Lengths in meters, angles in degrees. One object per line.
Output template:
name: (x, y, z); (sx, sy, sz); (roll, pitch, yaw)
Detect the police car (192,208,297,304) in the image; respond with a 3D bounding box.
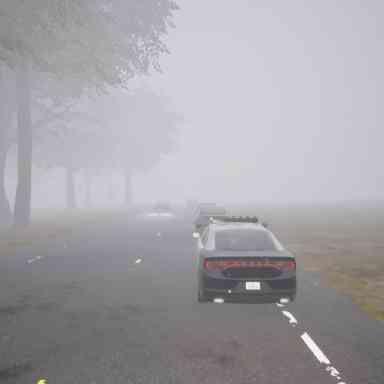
police car: (1.058, 1.423, 8.350); (1.930, 1.638, 5.238); (0, 0, 0)

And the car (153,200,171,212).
car: (-3.471, 1.617, 38.963); (1.895, 1.301, 4.718); (0, 0, 0)

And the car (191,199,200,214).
car: (1.069, 1.508, 24.245); (1.837, 1.490, 4.892); (0, 0, 0)

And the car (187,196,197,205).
car: (0.046, 1.577, 63.642); (1.882, 1.535, 5.008); (0, 0, 0)

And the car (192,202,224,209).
car: (1.065, 1.505, 18.243); (1.837, 1.490, 4.892); (0, 0, 0)

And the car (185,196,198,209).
car: (0.059, 1.579, 45.911); (2.033, 1.411, 5.357); (0, 0, 0)
